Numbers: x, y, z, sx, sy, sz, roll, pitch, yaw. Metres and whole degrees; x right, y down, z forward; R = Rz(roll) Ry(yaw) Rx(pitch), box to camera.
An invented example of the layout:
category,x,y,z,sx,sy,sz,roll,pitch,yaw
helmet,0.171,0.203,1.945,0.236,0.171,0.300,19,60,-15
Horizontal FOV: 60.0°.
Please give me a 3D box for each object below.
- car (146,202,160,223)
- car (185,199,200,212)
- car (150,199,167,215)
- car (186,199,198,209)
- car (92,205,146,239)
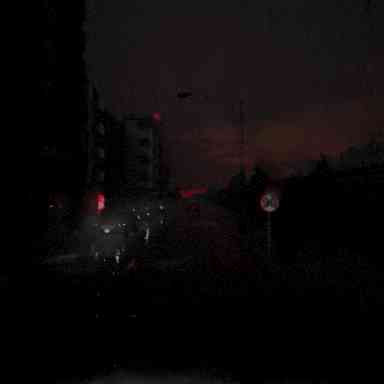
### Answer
category,x,y,z,sx,sy,sz,roll,pitch,yaw
car,-4.098,1.811,27.809,1.895,1.301,4.718,0,0,0
car,0.088,1.808,43.887,1.882,1.535,5.008,0,0,0
car,-4.063,1.637,37.858,2.097,1.767,4.553,0,0,0
car,-0.011,1.931,53.880,1.812,1.442,4.674,0,0,0
car,-4.103,1.632,18.527,2.128,1.511,4.902,0,0,0
